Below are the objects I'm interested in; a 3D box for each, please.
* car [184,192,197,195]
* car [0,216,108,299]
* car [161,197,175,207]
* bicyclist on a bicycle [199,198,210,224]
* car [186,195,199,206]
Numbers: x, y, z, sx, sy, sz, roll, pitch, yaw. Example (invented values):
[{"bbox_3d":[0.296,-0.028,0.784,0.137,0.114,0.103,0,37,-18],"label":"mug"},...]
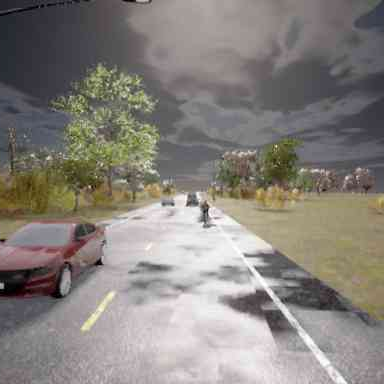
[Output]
[{"bbox_3d":[-0.007,1.068,73.980,2.150,2.045,5.566,0,0,0],"label":"car"},{"bbox_3d":[-3.600,1.465,8.662,1.882,1.535,5.008,0,0,0],"label":"car"},{"bbox_3d":[-3.579,1.429,50.333,1.812,1.442,4.674,0,0,0],"label":"car"},{"bbox_3d":[0.960,1.415,22.904,0.582,1.620,1.656,0,0,0],"label":"bicyclist on a bicycle"},{"bbox_3d":[0.088,1.498,52.871,1.895,1.301,4.718,0,0,0],"label":"car"}]
